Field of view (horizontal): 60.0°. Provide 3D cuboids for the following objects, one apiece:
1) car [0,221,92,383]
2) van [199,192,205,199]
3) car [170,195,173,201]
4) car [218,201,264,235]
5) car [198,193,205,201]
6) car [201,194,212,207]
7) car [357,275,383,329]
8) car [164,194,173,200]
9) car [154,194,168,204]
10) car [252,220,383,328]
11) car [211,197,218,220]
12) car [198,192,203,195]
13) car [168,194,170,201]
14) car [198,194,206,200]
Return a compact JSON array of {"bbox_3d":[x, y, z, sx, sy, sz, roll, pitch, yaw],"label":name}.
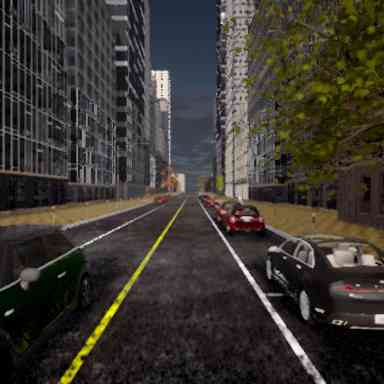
[{"bbox_3d":[-2.999,1.340,4.590,2.097,1.767,4.553,0,0,0],"label":"car"},{"bbox_3d":[2.699,0.989,92.217,1.690,1.788,3.998,0,0,0],"label":"van"},{"bbox_3d":[-5.683,1.274,75.149,1.887,1.381,4.507,0,0,0],"label":"car"},{"bbox_3d":[2.693,1.387,18.217,1.967,1.590,4.097,0,0,0],"label":"car"},{"bbox_3d":[2.696,1.345,63.756,1.947,1.339,4.313,0,0,0],"label":"car"},{"bbox_3d":[2.695,1.394,46.679,1.887,1.381,4.507,0,0,0],"label":"car"},{"bbox_3d":[2.692,1.548,1.140,2.008,1.369,4.403,0,0,0],"label":"car"},{"bbox_3d":[-5.683,1.269,80.842,1.947,1.339,4.313,0,0,0],"label":"car"},{"bbox_3d":[-5.685,1.348,58.071,1.887,1.381,4.507,0,0,0],"label":"car"},{"bbox_3d":[2.692,1.533,6.832,2.008,1.369,4.403,0,0,0],"label":"car"},{"bbox_3d":[2.693,1.369,23.909,1.967,1.590,4.097,0,0,0],"label":"car"},{"bbox_3d":[2.697,1.294,75.140,1.947,1.339,4.313,0,0,0],"label":"car"},{"bbox_3d":[-5.684,1.361,63.764,1.802,1.307,4.206,0,0,0],"label":"car"},{"bbox_3d":[2.698,1.241,86.524,1.947,1.339,4.313,0,0,0],"label":"car"}]
